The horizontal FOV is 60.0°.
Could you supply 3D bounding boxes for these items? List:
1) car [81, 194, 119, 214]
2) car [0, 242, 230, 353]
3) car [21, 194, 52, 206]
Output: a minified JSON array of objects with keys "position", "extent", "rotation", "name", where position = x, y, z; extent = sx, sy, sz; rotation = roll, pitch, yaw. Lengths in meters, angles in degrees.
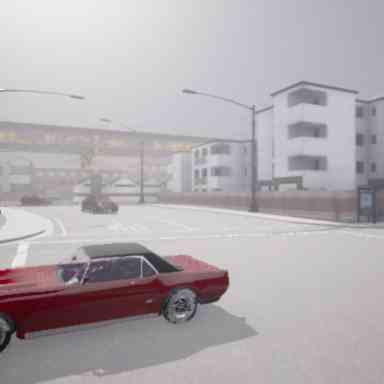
[{"position":[-8.709,1.053,31.392],"extent":[2.097,1.767,4.553],"rotation":[0,1,-39],"name":"car"},{"position":[-1.782,1.639,5.966],"extent":[4.718,1.301,1.895],"rotation":[0,0,-25],"name":"car"},{"position":[-19.466,0.955,41.473],"extent":[4.674,1.442,1.812],"rotation":[1,0,33],"name":"car"}]
